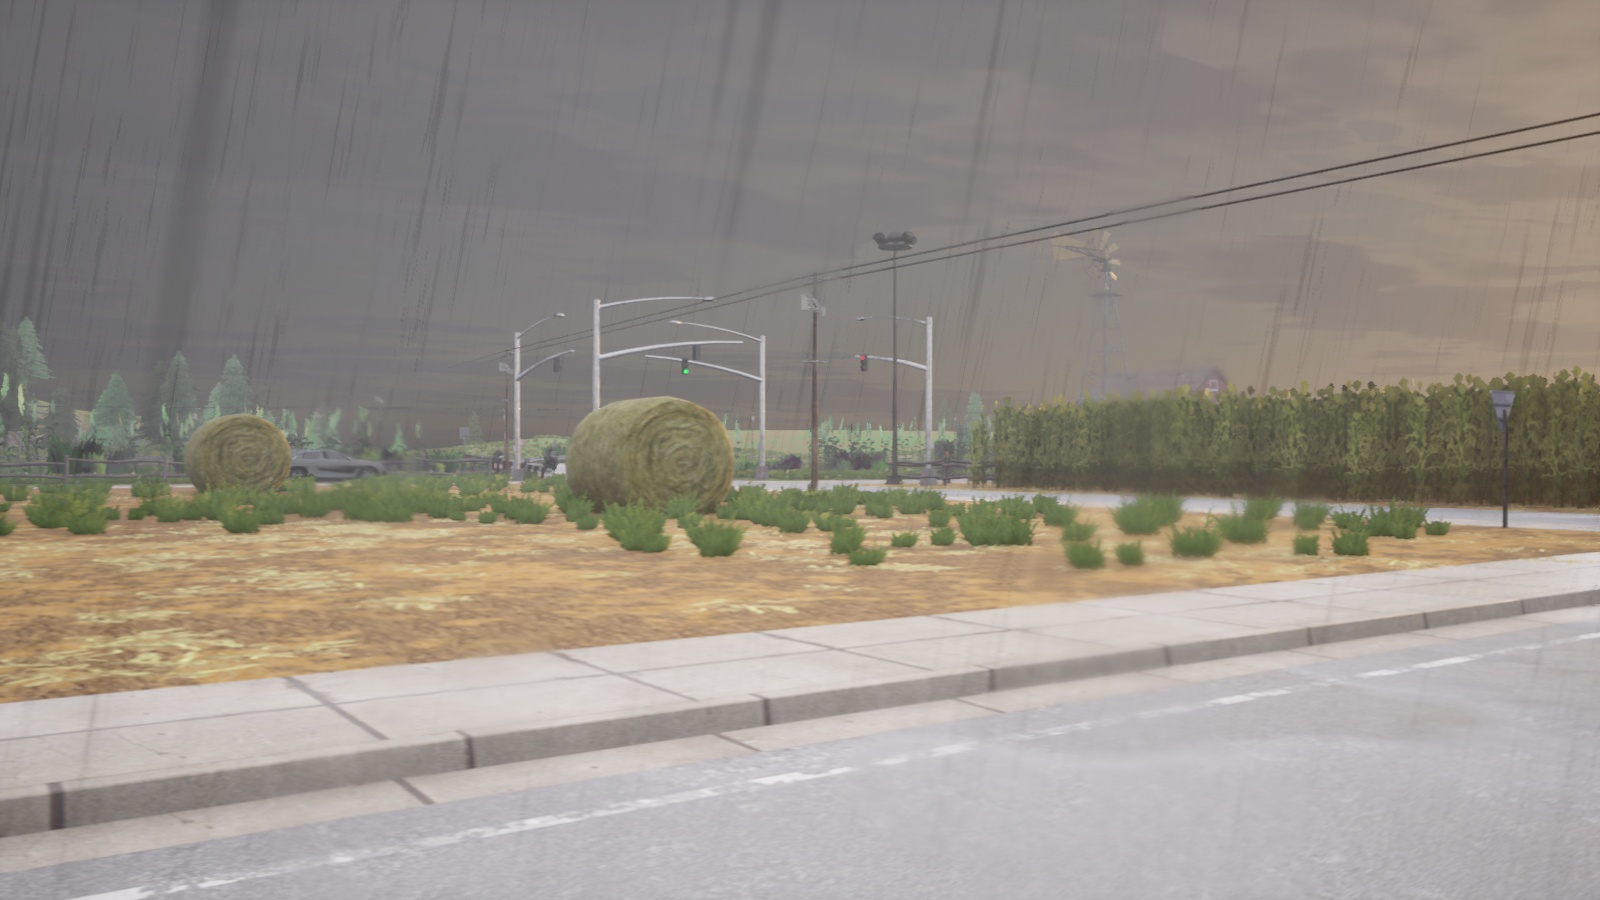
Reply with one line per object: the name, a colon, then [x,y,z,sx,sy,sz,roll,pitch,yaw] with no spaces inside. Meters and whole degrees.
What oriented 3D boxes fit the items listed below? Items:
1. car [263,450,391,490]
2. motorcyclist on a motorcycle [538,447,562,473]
car: [-20.326,0.842,54.047,4.856,1.649,2.033,0,0,-31]
motorcyclist on a motorcycle: [-15.610,0.627,78.484,0.866,1.530,2.191,0,2,-28]
